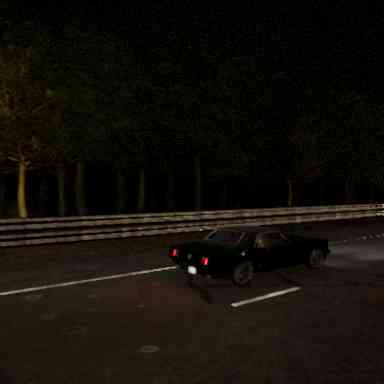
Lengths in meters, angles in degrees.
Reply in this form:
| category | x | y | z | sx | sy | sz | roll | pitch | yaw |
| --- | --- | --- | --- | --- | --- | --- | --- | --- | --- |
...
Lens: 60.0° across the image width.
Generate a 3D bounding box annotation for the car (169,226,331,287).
| category | x | y | z | sx | sy | sz | roll | pitch | yaw |
| --- | --- | --- | --- | --- | --- | --- | --- | --- | --- |
| car | 1.811 | 1.606 | 9.336 | 4.718 | 1.301 | 1.895 | 0 | 0 | -36 |
